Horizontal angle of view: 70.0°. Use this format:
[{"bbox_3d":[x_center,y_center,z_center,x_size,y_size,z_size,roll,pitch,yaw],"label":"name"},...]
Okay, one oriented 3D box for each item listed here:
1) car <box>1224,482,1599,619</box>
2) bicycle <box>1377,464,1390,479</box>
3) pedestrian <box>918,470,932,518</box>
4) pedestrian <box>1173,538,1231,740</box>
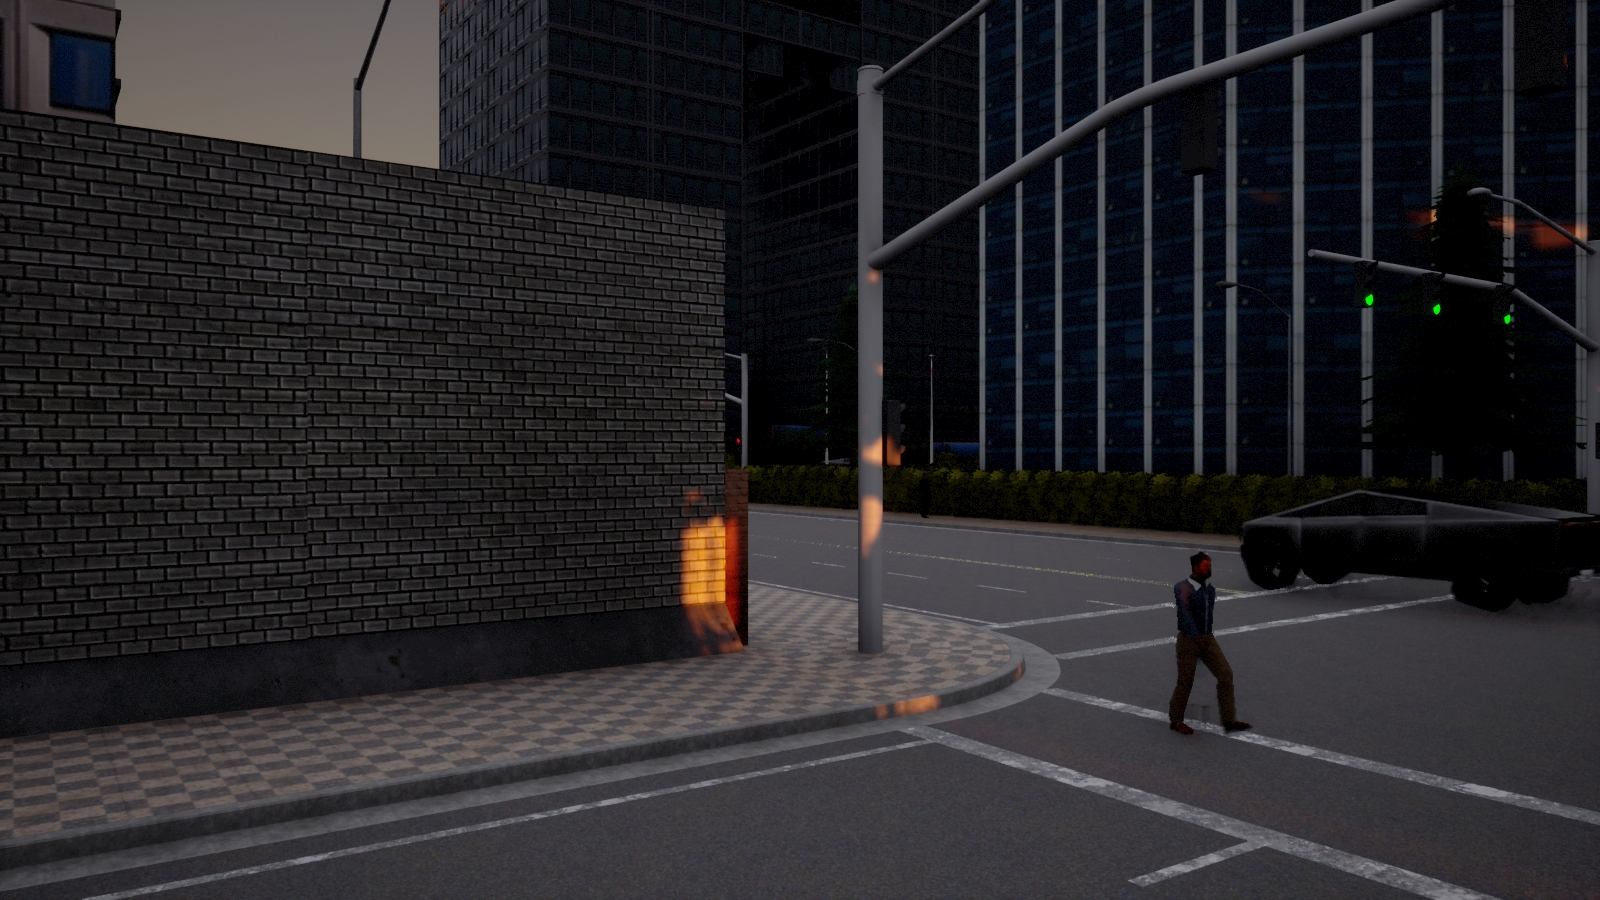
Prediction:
[{"bbox_3d":[11.628,1.744,21.966,2.390,2.098,6.274,0,0,-35],"label":"car"},{"bbox_3d":[56.732,2.060,111.058,1.835,1.471,0.329,0,0,-34],"label":"bicycle"},{"bbox_3d":[4.867,1.698,44.505,0.375,1.860,0.375,0,0,-32],"label":"pedestrian"},{"bbox_3d":[3.868,1.794,10.996,0.375,1.860,0.375,0,0,-28],"label":"pedestrian"}]
